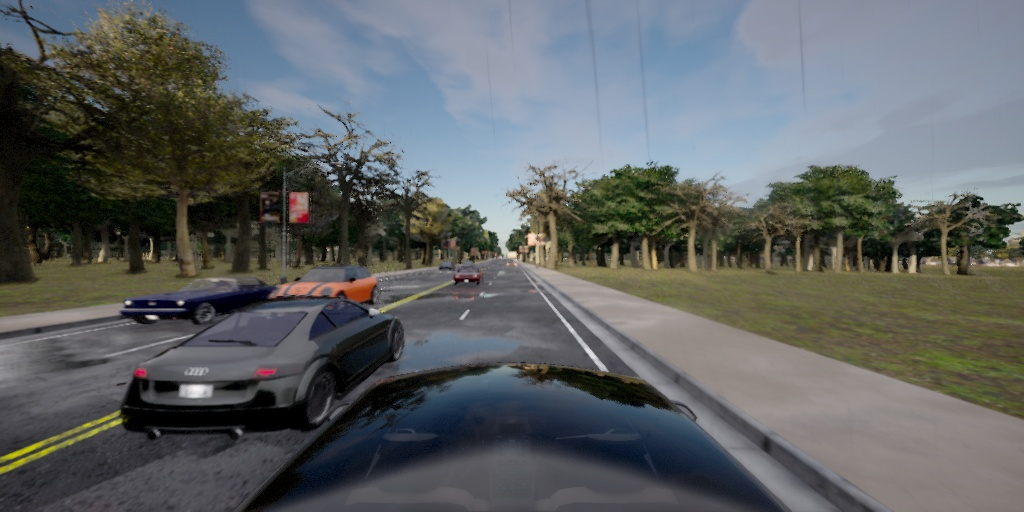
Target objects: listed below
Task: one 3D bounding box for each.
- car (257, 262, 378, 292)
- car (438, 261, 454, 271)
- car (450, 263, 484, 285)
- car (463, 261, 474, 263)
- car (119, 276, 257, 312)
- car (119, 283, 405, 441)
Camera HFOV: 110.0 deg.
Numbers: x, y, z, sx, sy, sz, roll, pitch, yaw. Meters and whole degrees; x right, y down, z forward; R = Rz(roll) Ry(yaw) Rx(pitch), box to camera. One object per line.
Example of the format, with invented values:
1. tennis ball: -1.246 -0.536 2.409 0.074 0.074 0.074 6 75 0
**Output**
1. car: -6.603 1.133 13.138 2.097 1.767 4.553 0 0 0
2. car: -9.812 1.539 54.663 2.033 1.411 5.357 0 0 1
3. car: -3.155 1.448 27.058 1.895 1.301 4.718 0 0 0
4. car: -6.580 1.490 53.630 1.837 1.490 4.892 0 0 0
5. car: -9.853 1.377 12.026 1.895 1.301 4.718 0 0 0
6. car: -3.153 1.321 5.588 1.994 1.385 4.181 0 0 0
